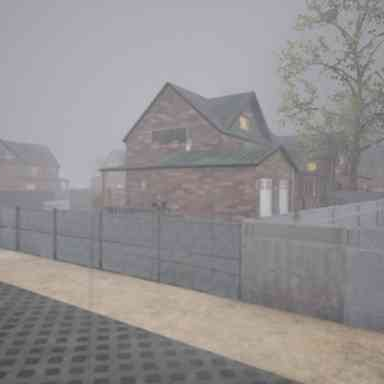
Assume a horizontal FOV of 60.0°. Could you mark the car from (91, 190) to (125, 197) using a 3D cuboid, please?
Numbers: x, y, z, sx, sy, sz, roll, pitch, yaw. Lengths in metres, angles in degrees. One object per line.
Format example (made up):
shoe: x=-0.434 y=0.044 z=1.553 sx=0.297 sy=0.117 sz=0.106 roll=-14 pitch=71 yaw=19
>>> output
car: x=-9.985 y=0.539 z=40.298 sx=1.882 sy=1.535 sz=5.008 roll=2 pitch=2 yaw=35
